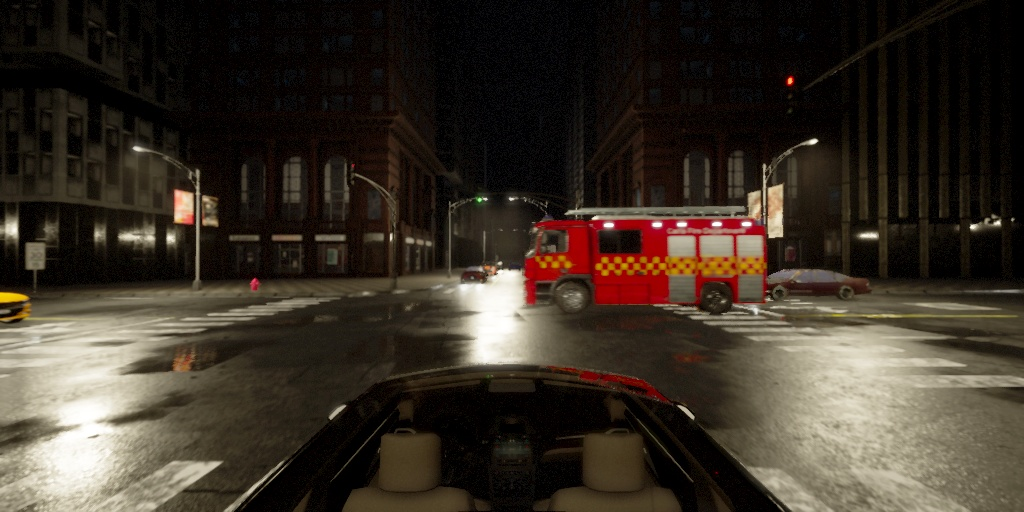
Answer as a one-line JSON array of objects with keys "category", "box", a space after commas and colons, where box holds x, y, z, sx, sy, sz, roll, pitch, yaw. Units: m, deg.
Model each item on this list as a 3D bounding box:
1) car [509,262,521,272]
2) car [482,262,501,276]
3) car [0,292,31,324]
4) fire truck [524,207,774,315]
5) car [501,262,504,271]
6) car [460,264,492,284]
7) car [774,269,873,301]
[{"category": "car", "box": [0.454, 1.768, 59.468, 1.882, 1.535, 5.008, 0, -1, 1]}, {"category": "car", "box": [-2.871, 1.490, 43.352, 2.097, 1.767, 4.553, 0, -1, 1]}, {"category": "car", "box": [-17.785, 1.424, 10.789, 5.008, 1.535, 1.882, 0, 0, 0]}, {"category": "fire truck", "box": [4.697, 0.163, 13.842, 8.468, 3.827, 2.891, 0, 0, 1]}, {"category": "car", "box": [-2.477, 1.831, 64.263, 2.128, 1.511, 4.902, 0, -1, 1]}, {"category": "car", "box": [-3.076, 1.576, 30.145, 1.994, 1.385, 4.181, 0, -1, 1]}, {"category": "car", "box": [13.751, 1.335, 17.048, 5.357, 1.411, 2.033, 0, 0, 1]}]
